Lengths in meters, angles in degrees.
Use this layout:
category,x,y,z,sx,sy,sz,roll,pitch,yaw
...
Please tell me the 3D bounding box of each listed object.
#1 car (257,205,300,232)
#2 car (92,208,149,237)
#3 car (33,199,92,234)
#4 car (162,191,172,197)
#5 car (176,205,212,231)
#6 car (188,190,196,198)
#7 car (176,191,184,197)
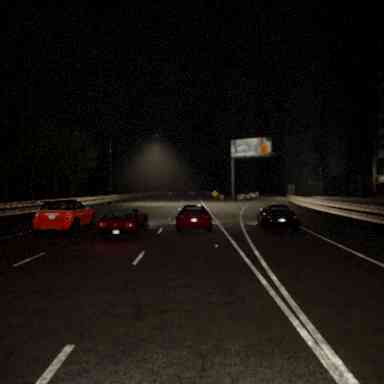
category,x,y,z,sx,sy,sz,roll,pitch,yaw
car,4.903,1.431,19.262,1.994,1.385,4.181,0,0,6
car,-3.393,1.484,17.105,1.895,1.301,4.718,0,0,0
car,-6.893,1.225,18.487,2.097,1.767,4.553,0,0,0
car,-6.971,0.776,90.175,1.994,1.385,4.181,0,1,0
car,0.108,1.432,19.404,1.994,1.385,4.181,0,0,0
car,0.030,0.753,89.756,2.128,1.511,4.902,0,1,0
car,-3.471,0.748,90.174,1.812,1.442,4.674,0,1,0
